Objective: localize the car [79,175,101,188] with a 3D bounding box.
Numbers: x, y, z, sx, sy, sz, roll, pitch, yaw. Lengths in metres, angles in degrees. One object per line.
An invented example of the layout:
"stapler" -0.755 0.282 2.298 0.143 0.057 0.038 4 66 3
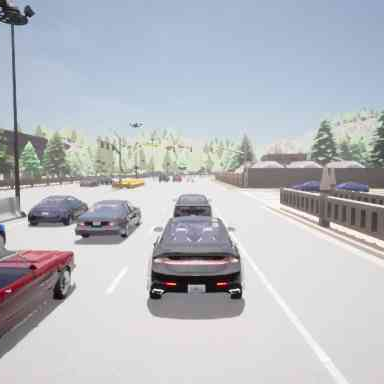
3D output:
"car" -17.858 -1.708 57.540 2.097 1.767 4.553 0 4 0

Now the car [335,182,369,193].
"car" 18.037 -0.402 38.635 4.674 1.442 1.812 0 3 2

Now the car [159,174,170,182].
"car" -7.439 -3.611 86.977 2.150 2.045 5.566 0 3 0

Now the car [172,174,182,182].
"car" -3.939 -3.612 86.995 2.150 2.045 5.566 0 3 0

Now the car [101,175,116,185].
"car" -17.839 -2.451 67.856 2.150 2.045 5.566 0 3 0

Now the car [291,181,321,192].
"car" 15.001 -0.617 42.228 4.674 1.442 1.812 0 3 2

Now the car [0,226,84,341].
"car" -3.421 1.528 5.101 1.895 1.301 4.718 0 1 0

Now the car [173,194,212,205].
"car" 0.025 0.815 17.455 1.882 1.535 5.008 0 3 -1

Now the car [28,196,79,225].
"car" -6.980 0.879 17.794 1.994 1.385 4.181 0 3 0

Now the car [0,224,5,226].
"car" -6.937 1.283 8.822 1.882 1.535 5.008 0 2 0

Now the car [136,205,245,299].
"car" 0.067 1.327 8.034 2.128 1.511 4.902 0 2 0

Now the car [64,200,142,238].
"car" -3.466 1.050 14.616 2.033 1.411 5.357 0 3 0

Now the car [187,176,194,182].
"car" -0.453 -3.458 89.669 1.812 1.442 4.674 0 3 0

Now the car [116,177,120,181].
"car" -17.893 -2.768 78.151 1.812 1.442 4.674 0 3 0
